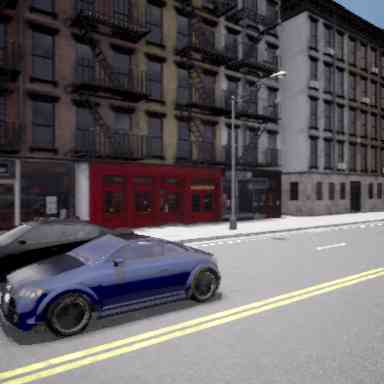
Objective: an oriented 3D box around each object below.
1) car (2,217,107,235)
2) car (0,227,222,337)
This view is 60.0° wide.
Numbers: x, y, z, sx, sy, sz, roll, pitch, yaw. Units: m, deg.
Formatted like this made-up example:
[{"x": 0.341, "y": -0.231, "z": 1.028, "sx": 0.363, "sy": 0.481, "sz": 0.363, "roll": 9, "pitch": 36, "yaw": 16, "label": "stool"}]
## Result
[{"x": -3.926, "y": 1.474, "z": 8.866, "sx": 5.008, "sy": 1.535, "sz": 1.882, "roll": 0, "pitch": 0, "yaw": -35, "label": "car"}, {"x": -1.422, "y": 1.559, "z": 6.659, "sx": 4.181, "sy": 1.385, "sz": 1.994, "roll": 0, "pitch": 0, "yaw": -35, "label": "car"}]
